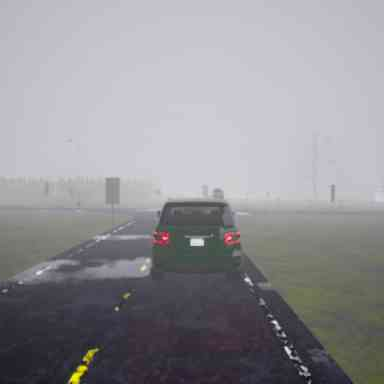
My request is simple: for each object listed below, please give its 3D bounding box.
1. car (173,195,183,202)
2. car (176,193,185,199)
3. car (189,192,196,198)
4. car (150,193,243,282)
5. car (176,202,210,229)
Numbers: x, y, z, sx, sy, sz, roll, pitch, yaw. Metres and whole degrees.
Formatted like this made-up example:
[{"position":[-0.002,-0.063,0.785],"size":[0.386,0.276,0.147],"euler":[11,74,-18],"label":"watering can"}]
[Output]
[{"position":[-2.753,1.182,66.294],"size":[1.895,1.301,4.718],"euler":[0,0,0],"label":"car"},{"position":[-2.741,1.046,82.285],"size":[1.994,1.385,4.181],"euler":[0,0,0],"label":"car"},{"position":[0.008,0.859,92.234],"size":[1.882,1.535,5.008],"euler":[0,0,0],"label":"car"},{"position":[0.102,1.149,9.719],"size":[2.150,2.045,5.566],"euler":[0,0,0],"label":"car"},{"position":[0.114,1.412,21.352],"size":[1.994,1.385,4.181],"euler":[0,0,1],"label":"car"}]
